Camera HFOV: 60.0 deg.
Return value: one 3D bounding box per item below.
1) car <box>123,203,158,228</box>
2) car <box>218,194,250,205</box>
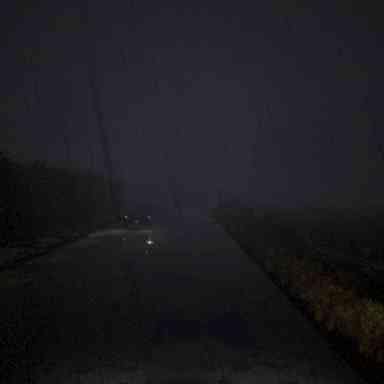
[{"bbox_3d":[-3.279,1.474,21.974,1.812,1.442,4.674,0,0,0],"label":"car"},{"bbox_3d":[5.478,1.311,41.886,2.033,1.411,5.357,0,1,40],"label":"car"}]
